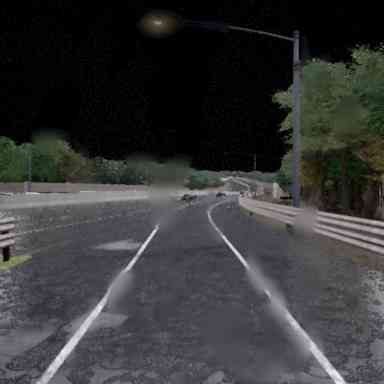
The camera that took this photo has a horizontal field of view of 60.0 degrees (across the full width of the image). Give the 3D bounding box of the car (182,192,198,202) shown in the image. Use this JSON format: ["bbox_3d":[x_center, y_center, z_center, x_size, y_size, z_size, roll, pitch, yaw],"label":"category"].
[{"bbox_3d":[-0.295,0.846,57.197,1.837,1.490,4.892,1,1,15],"label":"car"}]

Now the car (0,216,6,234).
[{"bbox_3d":[-11.442,1.493,16.199,1.882,1.535,5.008,1,2,15],"label":"car"}]

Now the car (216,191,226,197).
[{"bbox_3d":[7.599,0.567,86.239,1.837,1.490,4.892,1,1,15],"label":"car"}]
